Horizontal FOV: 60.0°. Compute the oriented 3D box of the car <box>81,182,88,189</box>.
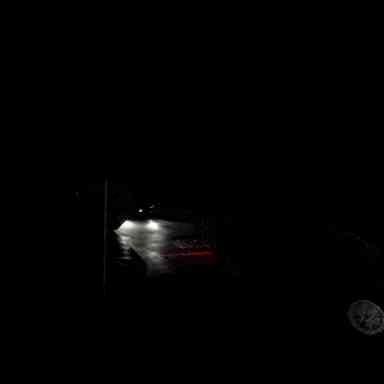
[{"bbox_3d":[-14.634,-0.713,47.007,1.812,1.442,4.674,1,2,-22],"label":"car"}]

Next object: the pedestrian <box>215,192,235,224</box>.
[{"bbox_3d":[1.072,0.879,10.816,0.375,1.860,0.375,4,-1,-22],"label":"pedestrian"}]

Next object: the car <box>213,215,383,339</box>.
[{"bbox_3d":[2.514,1.352,6.970,1.882,1.535,5.008,-1,5,-35],"label":"car"}]

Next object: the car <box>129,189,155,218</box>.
[{"bbox_3d":[-3.583,0.617,19.622,1.837,1.490,4.892,1,3,-22],"label":"car"}]
